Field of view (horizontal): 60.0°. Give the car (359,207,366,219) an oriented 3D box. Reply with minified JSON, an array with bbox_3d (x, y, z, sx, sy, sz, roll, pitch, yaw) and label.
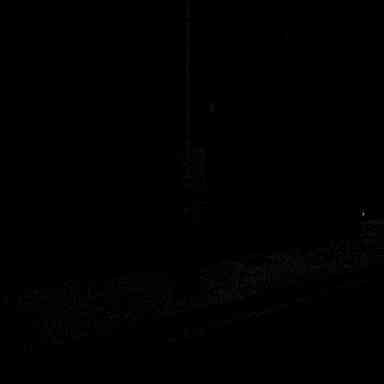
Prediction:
[{"bbox_3d":[11.091,1.321,26.231,2.128,1.511,4.902,0,1,-34],"label":"car"}]
